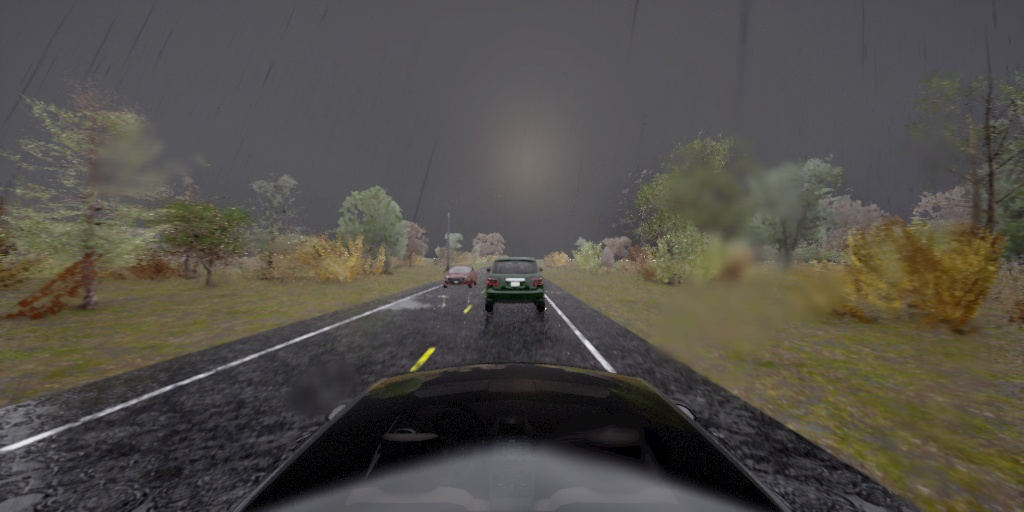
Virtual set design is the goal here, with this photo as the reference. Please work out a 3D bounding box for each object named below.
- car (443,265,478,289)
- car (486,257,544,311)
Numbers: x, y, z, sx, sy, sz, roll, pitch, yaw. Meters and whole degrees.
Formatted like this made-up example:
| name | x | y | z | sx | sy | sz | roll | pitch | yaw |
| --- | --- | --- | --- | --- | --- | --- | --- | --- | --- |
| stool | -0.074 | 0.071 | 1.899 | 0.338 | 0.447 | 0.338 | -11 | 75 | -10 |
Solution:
| name | x | y | z | sx | sy | sz | roll | pitch | yaw |
| --- | --- | --- | --- | --- | --- | --- | --- | --- | --- |
| car | -3.531 | 1.392 | 25.187 | 1.882 | 1.535 | 5.008 | 0 | 0 | 0 |
| car | 0.121 | 1.067 | 15.046 | 2.150 | 2.045 | 5.566 | 0 | 0 | 0 |
